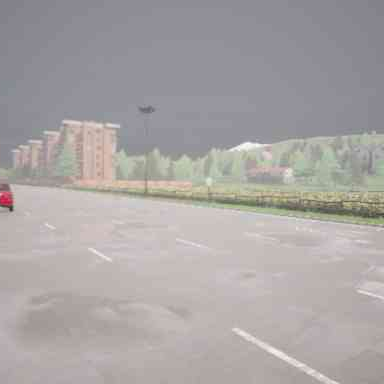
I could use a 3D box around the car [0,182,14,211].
[{"bbox_3d":[-14.457,0.302,24.267,2.150,2.045,5.566,0,2,-35],"label":"car"}]
